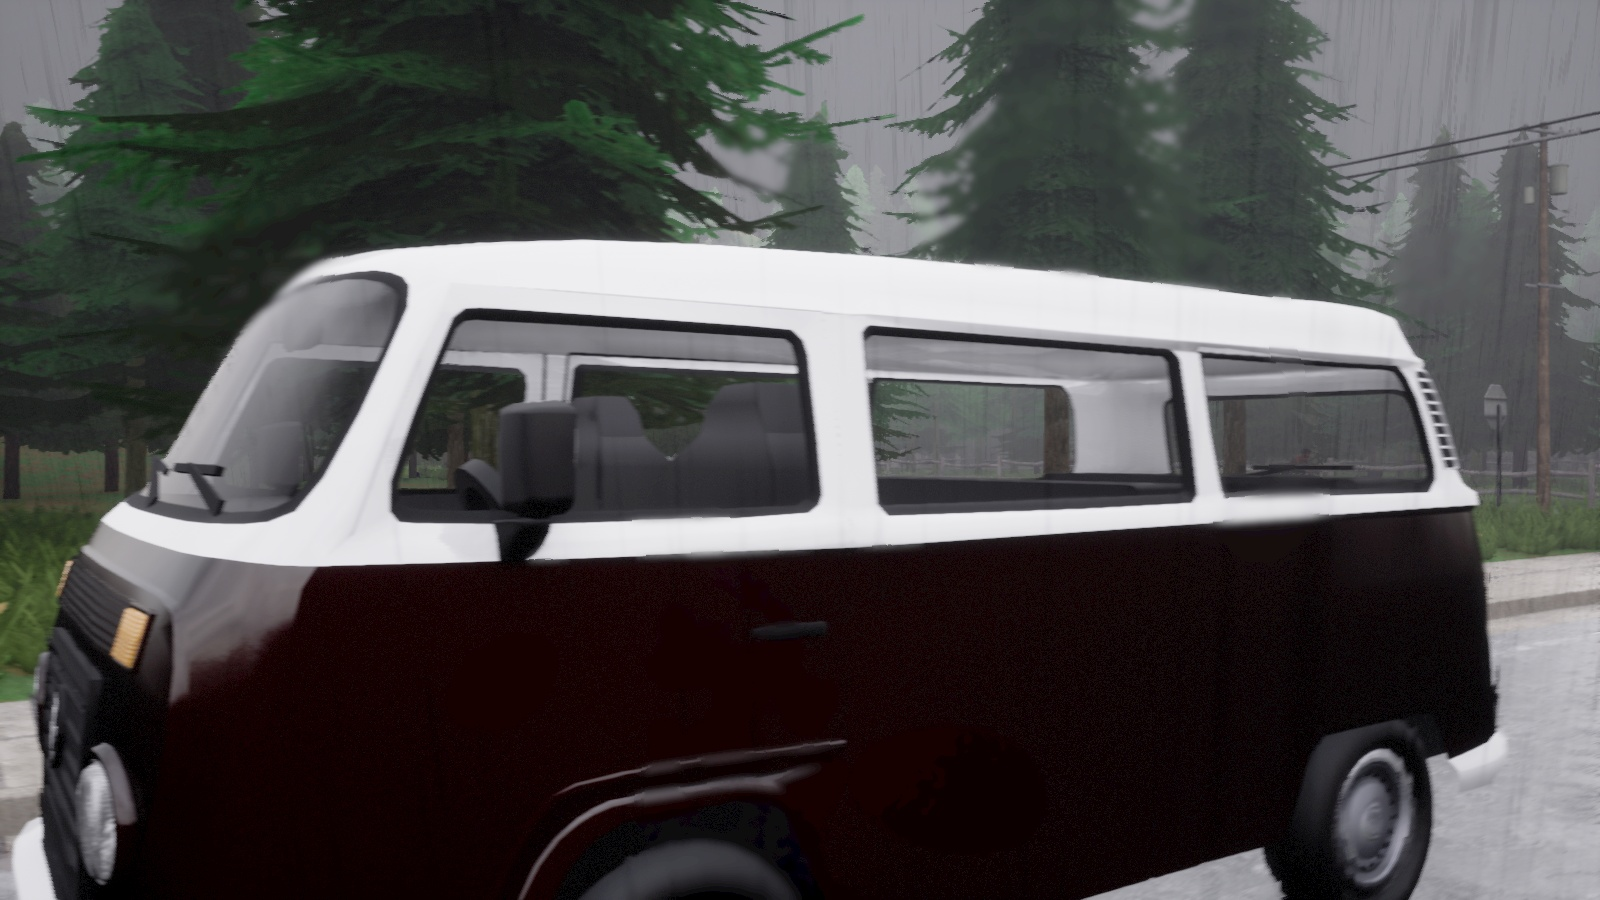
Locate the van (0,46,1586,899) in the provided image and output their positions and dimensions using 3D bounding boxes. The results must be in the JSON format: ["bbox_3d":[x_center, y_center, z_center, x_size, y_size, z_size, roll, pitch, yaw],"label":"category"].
[{"bbox_3d":[0.226,0.477,3.818,4.480,2.038,2.069,0,0,-35],"label":"van"}]
